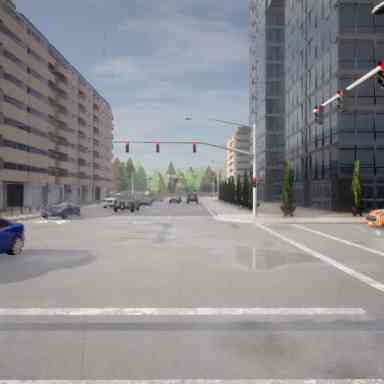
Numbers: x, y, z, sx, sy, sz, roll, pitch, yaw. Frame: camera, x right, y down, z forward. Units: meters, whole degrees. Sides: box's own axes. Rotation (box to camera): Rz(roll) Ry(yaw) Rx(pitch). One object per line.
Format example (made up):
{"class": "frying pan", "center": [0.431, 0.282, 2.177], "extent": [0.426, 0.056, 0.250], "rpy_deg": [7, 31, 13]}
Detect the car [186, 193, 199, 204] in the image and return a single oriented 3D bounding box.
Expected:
{"class": "car", "center": [0.078, 1.221, 63.904], "extent": [2.150, 2.045, 5.566], "rpy_deg": [0, 0, 1]}

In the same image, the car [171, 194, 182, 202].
{"class": "car", "center": [-3.391, 1.355, 74.340], "extent": [2.097, 1.767, 4.553], "rpy_deg": [0, 0, 1]}

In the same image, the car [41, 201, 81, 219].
{"class": "car", "center": [-11.205, 1.527, 28.925], "extent": [1.812, 1.442, 4.674], "rpy_deg": [0, 0, 5]}

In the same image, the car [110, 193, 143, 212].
{"class": "car", "center": [-7.409, 1.222, 38.196], "extent": [2.150, 2.045, 5.566], "rpy_deg": [0, 0, 1]}

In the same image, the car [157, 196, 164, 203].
{"class": "car", "center": [-6.962, 1.565, 68.821], "extent": [1.994, 1.385, 4.181], "rpy_deg": [0, 0, 1]}

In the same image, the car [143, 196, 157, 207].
{"class": "car", "center": [-7.268, 1.546, 52.080], "extent": [2.033, 1.411, 5.357], "rpy_deg": [0, 0, 1]}

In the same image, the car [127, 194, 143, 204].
{"class": "car", "center": [-10.591, 1.352, 62.368], "extent": [2.097, 1.767, 4.553], "rpy_deg": [0, 0, 1]}

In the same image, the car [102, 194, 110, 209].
{"class": "car", "center": [-10.838, 1.222, 46.598], "extent": [2.150, 2.045, 5.566], "rpy_deg": [0, 0, 1]}

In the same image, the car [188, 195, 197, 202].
{"class": "car", "center": [0.116, 1.500, 74.616], "extent": [1.837, 1.490, 4.892], "rpy_deg": [0, 0, 1]}

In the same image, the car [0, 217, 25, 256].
{"class": "car", "center": [-7.159, 1.501, 10.417], "extent": [1.882, 1.535, 5.008], "rpy_deg": [0, 0, -1]}

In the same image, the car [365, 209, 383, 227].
{"class": "car", "center": [13.584, 1.407, 21.176], "extent": [4.553, 1.767, 2.097], "rpy_deg": [0, 0, 0]}

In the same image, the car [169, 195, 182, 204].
{"class": "car", "center": [-3.416, 1.526, 64.323], "extent": [1.812, 1.442, 4.674], "rpy_deg": [0, 0, 1]}
